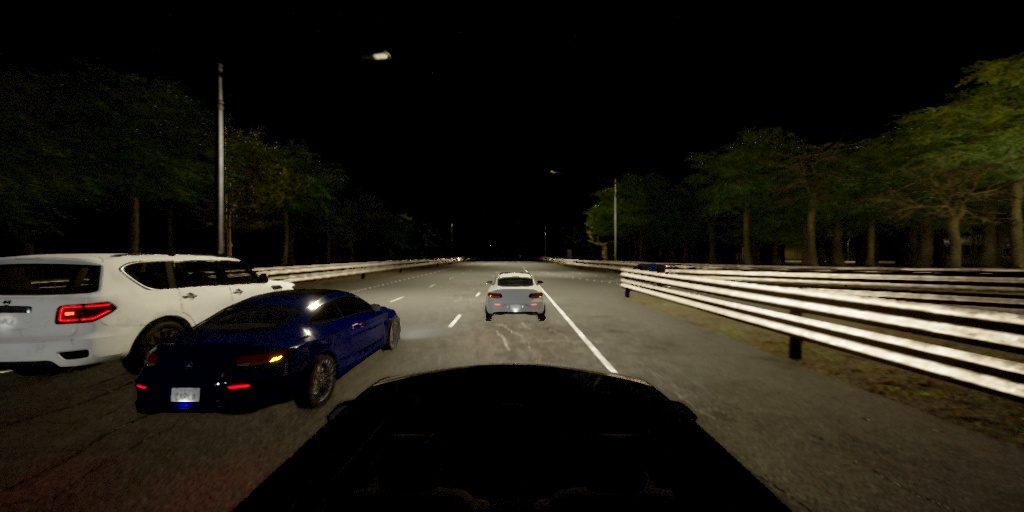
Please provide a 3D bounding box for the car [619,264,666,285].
[{"bbox_3d":[9.518,1.250,25.331,1.812,1.442,4.674,0,0,-19],"label":"car"}]

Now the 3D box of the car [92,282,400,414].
[{"bbox_3d":[-3.384,1.276,6.027,1.812,1.442,4.674,0,0,0],"label":"car"}]

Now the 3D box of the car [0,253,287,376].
[{"bbox_3d":[-6.897,0.972,7.573,2.150,2.045,5.566,0,0,0],"label":"car"}]

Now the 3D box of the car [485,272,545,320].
[{"bbox_3d":[0.103,1.267,12.393,1.812,1.442,4.674,0,0,0],"label":"car"}]
